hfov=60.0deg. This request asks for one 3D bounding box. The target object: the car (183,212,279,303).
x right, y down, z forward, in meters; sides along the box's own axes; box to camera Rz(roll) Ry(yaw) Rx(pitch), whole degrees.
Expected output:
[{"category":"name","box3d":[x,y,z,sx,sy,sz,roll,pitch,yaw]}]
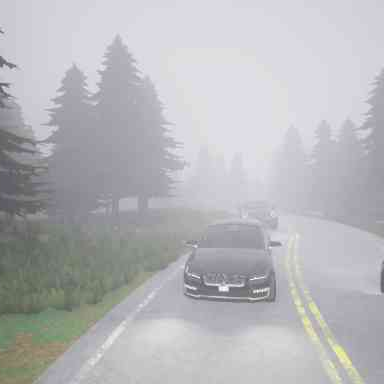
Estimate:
[{"category":"car","box3d":[1.098,1.496,8.418,1.837,1.490,4.892,-1,0,13]}]

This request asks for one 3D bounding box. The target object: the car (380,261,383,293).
[{"category":"car","box3d":[4.497,1.308,4.645,2.097,1.767,4.553,-1,0,8]}]

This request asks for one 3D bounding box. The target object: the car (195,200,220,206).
[{"category":"car","box3d":[1.957,1.797,44.865,1.812,1.442,4.674,3,-5,-35]}]

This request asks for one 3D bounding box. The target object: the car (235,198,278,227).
[{"category":"car","box3d":[3.893,1.269,20.368,2.097,1.767,4.553,-1,0,5]}]

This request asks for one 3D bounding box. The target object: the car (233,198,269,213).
[{"category":"car","box3d":[6.233,1.408,35.736,1.837,1.490,4.892,2,-1,-16]}]
